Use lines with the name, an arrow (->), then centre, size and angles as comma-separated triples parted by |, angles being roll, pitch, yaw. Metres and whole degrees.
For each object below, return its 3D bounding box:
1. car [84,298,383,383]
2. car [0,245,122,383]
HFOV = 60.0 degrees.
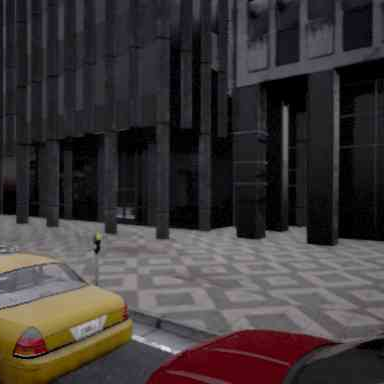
car -> 1.642, 1.546, 1.790 | 4.507, 1.381, 1.887 | 0, 0, 35
car -> -3.057, 1.511, 5.141 | 4.829, 1.417, 1.752 | 0, 0, 35
